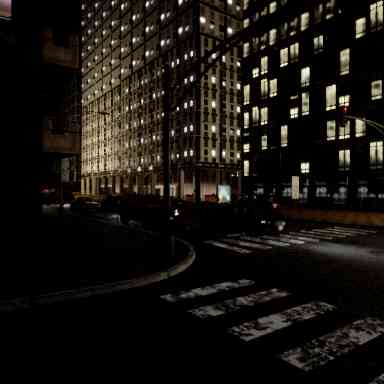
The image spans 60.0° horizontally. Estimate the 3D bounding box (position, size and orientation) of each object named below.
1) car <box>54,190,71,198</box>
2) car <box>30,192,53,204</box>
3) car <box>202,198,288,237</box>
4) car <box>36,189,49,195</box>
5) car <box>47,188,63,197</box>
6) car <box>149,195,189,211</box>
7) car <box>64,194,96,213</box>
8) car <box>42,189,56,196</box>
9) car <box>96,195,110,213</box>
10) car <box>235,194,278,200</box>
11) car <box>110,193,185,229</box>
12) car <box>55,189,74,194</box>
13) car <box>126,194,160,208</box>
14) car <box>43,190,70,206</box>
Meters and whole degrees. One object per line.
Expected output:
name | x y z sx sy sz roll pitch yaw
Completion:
car | -25.236 0.310 64.660 1.887 1.381 4.507 1 0 -36
car | -18.898 0.753 41.738 1.802 1.307 4.206 2 0 -36
car | 2.508 1.284 16.746 2.128 1.511 4.902 0 1 -36
car | -35.038 -0.010 78.107 1.887 1.381 4.507 1 0 -36
car | -28.500 0.099 69.141 1.967 1.590 4.097 1 0 -36
car | -2.363 1.070 33.281 1.947 1.339 4.313 1 0 -36
car | -9.098 1.067 28.294 1.802 1.307 4.206 2 0 -36
car | -31.770 0.097 73.625 1.887 1.381 4.507 1 0 -36
car | -6.287 1.018 28.810 1.837 1.490 4.892 0 1 -36
car | 4.178 1.027 24.315 2.192 1.841 5.009 1 0 -36
car | -2.557 1.008 19.330 2.192 1.841 5.009 2 0 -36
car | -15.563 0.743 41.580 1.812 1.442 4.674 0 2 -36
car | -5.631 0.966 37.764 1.947 1.339 4.313 1 0 -36
car | -15.631 0.827 37.257 2.008 1.369 4.403 2 0 -36
